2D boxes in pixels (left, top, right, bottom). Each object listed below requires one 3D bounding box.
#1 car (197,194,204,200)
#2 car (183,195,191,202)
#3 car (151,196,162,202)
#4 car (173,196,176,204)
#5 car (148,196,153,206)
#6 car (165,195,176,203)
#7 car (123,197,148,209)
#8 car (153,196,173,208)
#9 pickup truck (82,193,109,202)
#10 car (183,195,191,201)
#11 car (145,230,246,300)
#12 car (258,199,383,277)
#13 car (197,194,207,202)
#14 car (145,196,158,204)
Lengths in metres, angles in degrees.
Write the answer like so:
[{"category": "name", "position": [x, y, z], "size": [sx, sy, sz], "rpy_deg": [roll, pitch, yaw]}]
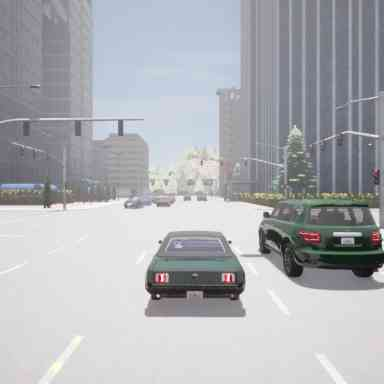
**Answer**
[{"category": "car", "position": [2.254, 1.386, 89.065], "size": [1.882, 1.535, 5.008], "rpy_deg": [0, 0, -1]}, {"category": "car", "position": [-1.099, 1.500, 78.516], "size": [1.837, 1.490, 4.892], "rpy_deg": [0, 0, -1]}, {"category": "car", "position": [-8.064, 1.590, 75.932], "size": [1.895, 1.301, 4.718], "rpy_deg": [0, 0, -1]}, {"category": "car", "position": [-4.421, 1.601, 61.633], "size": [1.895, 1.301, 4.718], "rpy_deg": [0, 0, 0]}, {"category": "car", "position": [-7.855, 1.525, 55.099], "size": [1.812, 1.442, 4.674], "rpy_deg": [0, 0, -1]}, {"category": "car", "position": [-4.508, 1.524, 71.936], "size": [2.128, 1.511, 4.902], "rpy_deg": [0, 0, -1]}, {"category": "car", "position": [-7.904, 1.493, 45.107], "size": [2.128, 1.511, 4.902], "rpy_deg": [0, 0, 3]}, {"category": "car", "position": [-4.280, 1.477, 49.745], "size": [1.882, 1.535, 5.008], "rpy_deg": [0, 0, -1]}, {"category": "pickup truck", "position": [-21.151, 1.058, 73.381], "size": [2.390, 2.098, 6.274], "rpy_deg": [0, 0, 30]}, {"category": "car", "position": [-1.244, 1.540, 88.871], "size": [2.033, 1.411, 5.357], "rpy_deg": [0, 0, -1]}, {"category": "car", "position": [0.076, 1.601, 8.321], "size": [1.895, 1.301, 4.718], "rpy_deg": [0, 0, 0]}, {"category": "car", "position": [3.588, 1.221, 10.349], "size": [2.150, 2.045, 5.566], "rpy_deg": [0, 0, 0]}, {"category": "car", "position": [2.397, 1.348, 78.784], "size": [2.097, 1.767, 4.553], "rpy_deg": [0, 0, -1]}, {"category": "car", "position": [-7.952, 1.492, 65.796], "size": [2.128, 1.511, 4.902], "rpy_deg": [0, 0, 0]}]
